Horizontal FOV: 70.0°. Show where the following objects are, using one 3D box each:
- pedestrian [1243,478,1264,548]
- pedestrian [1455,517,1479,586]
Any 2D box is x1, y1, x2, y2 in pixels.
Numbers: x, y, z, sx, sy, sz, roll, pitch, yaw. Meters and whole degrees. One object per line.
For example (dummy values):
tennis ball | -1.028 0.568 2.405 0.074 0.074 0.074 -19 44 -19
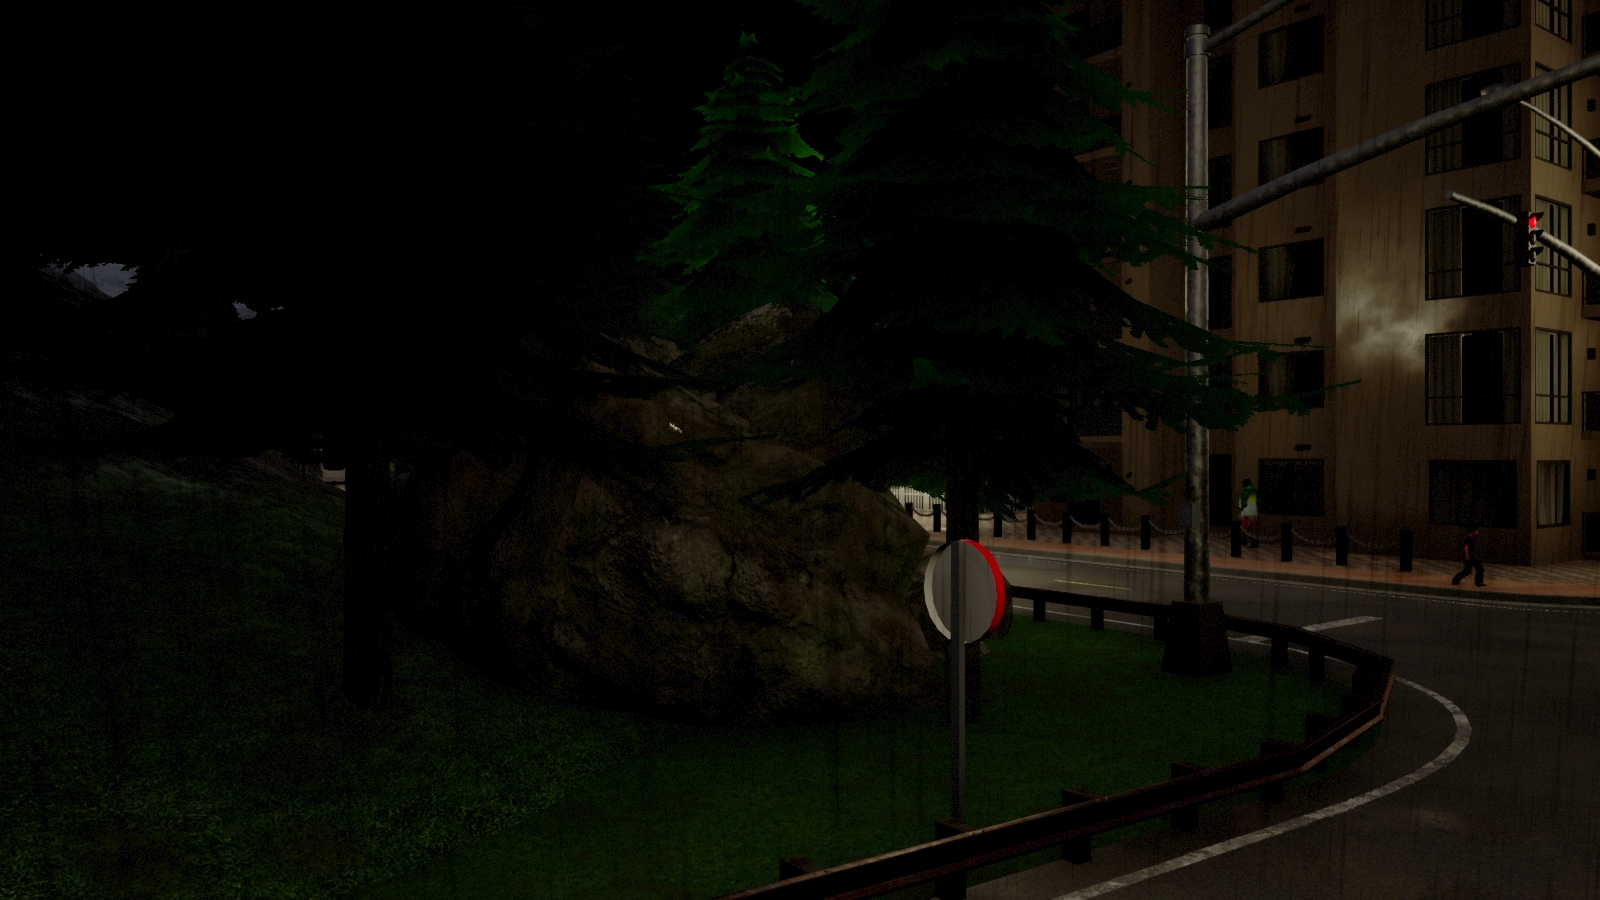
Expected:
pedestrian | 12.140 1.677 30.570 0.375 1.860 0.375 0 0 -31
pedestrian | 13.013 1.974 22.289 0.375 1.300 0.375 0 0 36
